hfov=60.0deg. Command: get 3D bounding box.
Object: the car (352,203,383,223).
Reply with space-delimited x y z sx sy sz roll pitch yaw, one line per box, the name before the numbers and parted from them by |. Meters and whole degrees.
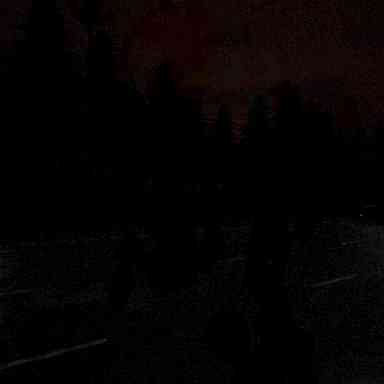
car | 15.304 1.699 27.547 5.008 1.535 1.882 0 0 -35
